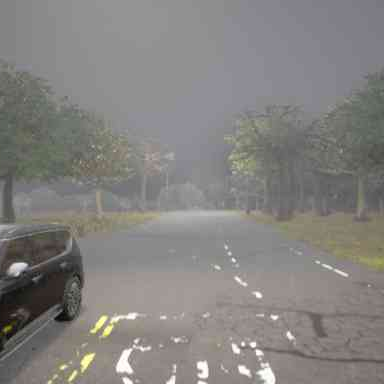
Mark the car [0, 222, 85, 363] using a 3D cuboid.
[{"bbox_3d":[-3.526,1.596,5.438,2.150,2.045,5.566,0,-3,0],"label":"car"}]

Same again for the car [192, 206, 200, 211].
[{"bbox_3d":[1.284,4.671,95.146,2.033,1.411,5.357,-1,-2,9],"label":"car"}]
